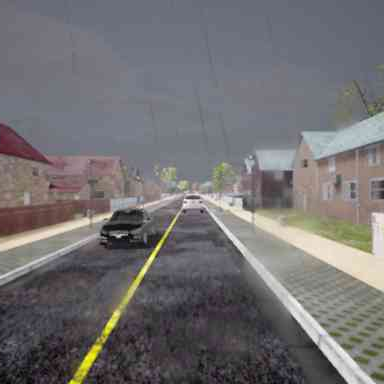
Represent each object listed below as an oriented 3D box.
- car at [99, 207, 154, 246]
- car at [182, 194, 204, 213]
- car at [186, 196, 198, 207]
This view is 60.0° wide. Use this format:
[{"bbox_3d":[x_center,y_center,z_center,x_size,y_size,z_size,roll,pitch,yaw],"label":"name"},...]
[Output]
[{"bbox_3d":[-2.849,1.510,15.324,1.837,1.490,4.892,0,0,0],"label":"car"},{"bbox_3d":[0.110,1.224,37.083,2.150,2.045,5.566,0,0,0],"label":"car"},{"bbox_3d":[0.002,1.475,53.273,1.882,1.535,5.008,0,0,0],"label":"car"}]
